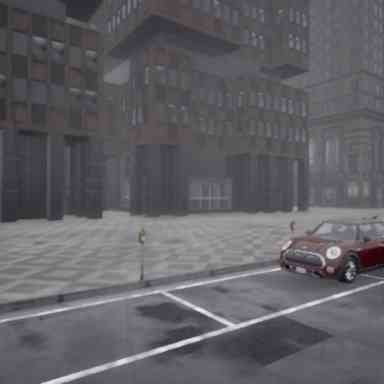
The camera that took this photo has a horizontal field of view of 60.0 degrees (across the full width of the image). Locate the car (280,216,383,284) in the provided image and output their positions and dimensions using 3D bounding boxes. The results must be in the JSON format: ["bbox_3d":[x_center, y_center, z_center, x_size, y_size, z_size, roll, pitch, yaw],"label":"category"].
[{"bbox_3d":[4.471,1.536,9.844,4.097,1.590,1.967,1,0,-36],"label":"car"}]
